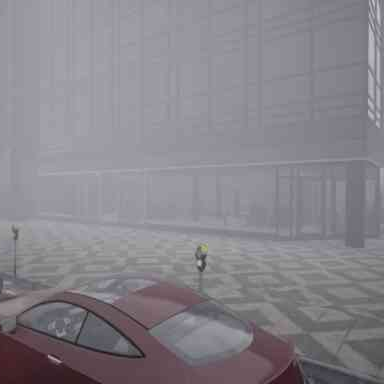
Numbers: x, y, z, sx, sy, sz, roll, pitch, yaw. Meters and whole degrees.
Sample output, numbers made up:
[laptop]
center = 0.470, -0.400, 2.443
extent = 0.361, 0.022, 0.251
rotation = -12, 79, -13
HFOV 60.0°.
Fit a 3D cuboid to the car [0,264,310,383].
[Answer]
[car]
center = -0.922, 1.582, 3.625
extent = 4.206, 1.307, 1.802
rotation = 0, 0, 36
